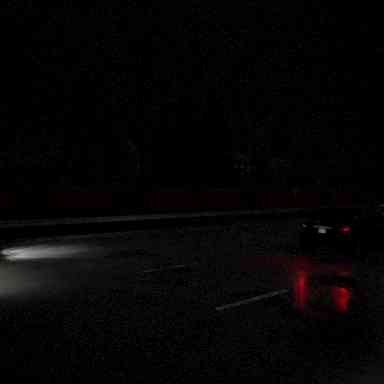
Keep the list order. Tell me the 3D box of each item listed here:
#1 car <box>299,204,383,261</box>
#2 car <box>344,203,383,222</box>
[{"bbox_3d":[6.132,1.350,12.521,4.553,1.767,2.097,0,0,-36],"label":"car"},{"bbox_3d":[14.648,1.601,27.356,4.718,1.301,1.895,0,0,-36],"label":"car"}]
